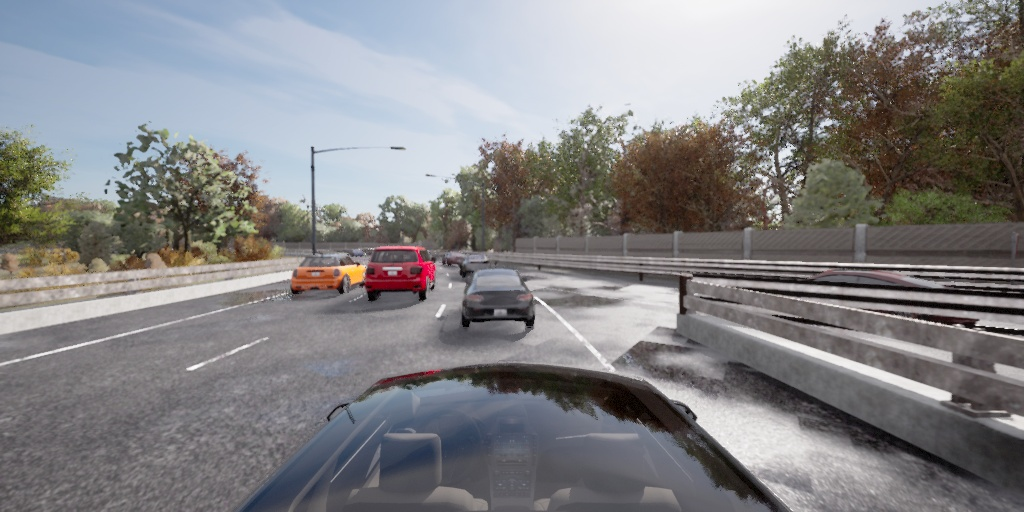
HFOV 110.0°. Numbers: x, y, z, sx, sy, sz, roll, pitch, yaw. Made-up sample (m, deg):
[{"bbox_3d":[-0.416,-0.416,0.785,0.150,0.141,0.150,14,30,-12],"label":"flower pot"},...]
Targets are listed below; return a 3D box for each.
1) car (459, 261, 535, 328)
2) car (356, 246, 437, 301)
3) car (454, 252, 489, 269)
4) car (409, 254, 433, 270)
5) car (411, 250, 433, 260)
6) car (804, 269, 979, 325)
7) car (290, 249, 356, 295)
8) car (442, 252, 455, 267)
[{"bbox_3d":[-0.468,1.042,10.320,1.812,1.442,4.674,0,2,-5],"label":"car"},{"bbox_3d":[-4.470,0.609,15.055,2.150,2.045,5.566,0,2,-7],"label":"car"},{"bbox_3d":[-2.485,0.636,23.913,2.128,1.511,4.902,0,2,-12],"label":"car"},{"bbox_3d":[-8.374,0.505,32.909,1.895,1.301,4.718,-1,2,-17],"label":"car"},{"bbox_3d":[-13.794,-0.141,54.715,2.033,1.411,5.357,-1,2,-29],"label":"car"},{"bbox_3d":[9.090,1.087,9.896,1.812,1.442,4.674,-2,2,-37],"label":"car"},{"bbox_3d":[-8.292,0.701,16.667,2.097,1.767,4.553,0,2,-8],"label":"car"},{"bbox_3d":[-6.058,0.303,37.467,1.812,1.442,4.674,-1,2,-21],"label":"car"}]
